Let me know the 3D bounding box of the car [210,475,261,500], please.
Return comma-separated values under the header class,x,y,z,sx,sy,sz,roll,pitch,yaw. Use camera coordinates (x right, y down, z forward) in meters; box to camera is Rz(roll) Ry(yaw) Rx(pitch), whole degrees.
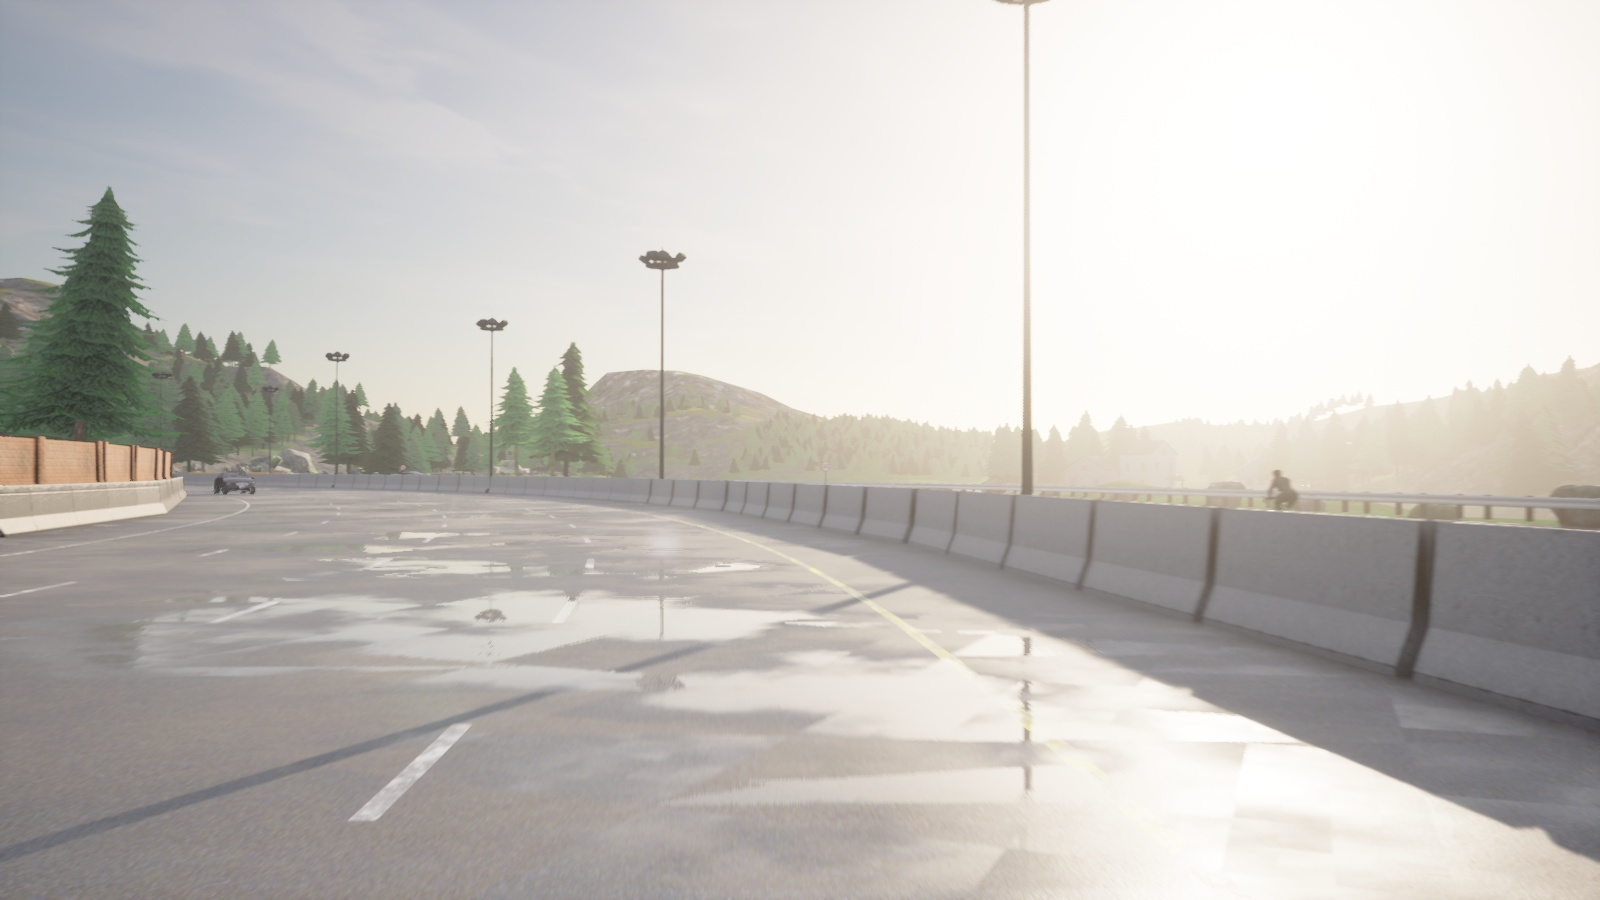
class,x,y,z,sx,sy,sz,roll,pitch,yaw
car,-35.804,2.328,79.595,2.128,1.511,4.902,0,-1,-35
